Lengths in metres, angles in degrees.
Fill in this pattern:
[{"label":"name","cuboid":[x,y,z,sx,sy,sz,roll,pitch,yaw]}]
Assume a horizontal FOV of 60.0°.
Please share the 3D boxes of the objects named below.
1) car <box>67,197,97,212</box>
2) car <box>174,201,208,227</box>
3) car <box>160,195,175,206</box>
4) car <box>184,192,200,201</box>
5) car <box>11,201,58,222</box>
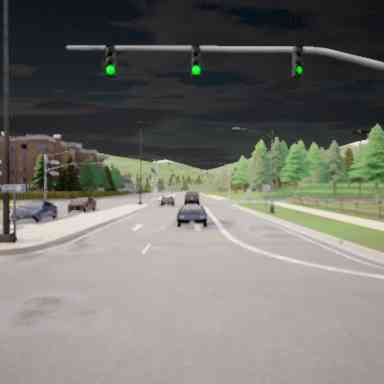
[{"label":"car","cuboid":[-11.553,1.282,35.261,1.882,1.535,5.008,0,0,0]},{"label":"car","cuboid":[0.003,1.480,21.703,1.895,1.301,4.718,0,0,0]},{"label":"car","cuboid":[-3.481,1.225,48.076,2.128,1.511,4.902,0,0,0]},{"label":"car","cuboid":[0.012,0.958,47.689,2.150,2.045,5.566,0,1,0]},{"label":"car","cuboid":[-11.577,1.387,24.911,1.812,1.442,4.674,0,0,0]}]
